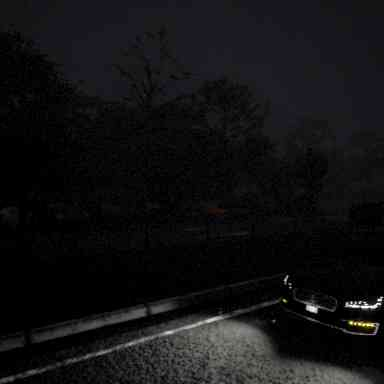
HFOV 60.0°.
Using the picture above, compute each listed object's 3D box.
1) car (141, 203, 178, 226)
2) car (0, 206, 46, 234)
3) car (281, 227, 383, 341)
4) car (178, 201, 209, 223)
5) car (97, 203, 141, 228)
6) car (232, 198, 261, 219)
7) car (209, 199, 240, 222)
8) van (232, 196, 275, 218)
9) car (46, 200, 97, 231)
[{"bbox_3d":[-3.473,1.522,24.231,2.231,1.521,4.892,0,0,-36],"label":"car"},{"bbox_3d":[-10.251,1.545,19.396,2.002,1.452,4.674,0,0,-36],"label":"car"},{"bbox_3d":[3.763,1.478,6.361,4.892,1.490,1.837,0,0,-35],"label":"car"},{"bbox_3d":[-1.235,1.556,25.872,2.163,1.488,4.792,0,0,-36],"label":"car"},{"bbox_3d":[-5.738,1.515,22.628,2.097,1.535,5.008,0,0,-36],"label":"car"},{"bbox_3d":[3.283,1.568,29.098,2.163,1.488,4.792,0,0,-36],"label":"car"},{"bbox_3d":[1.148,1.529,27.309,1.946,1.575,5.366,0,0,-35],"label":"car"},{"bbox_3d":[5.626,1.318,30.591,1.878,1.987,4.442,0,0,-35],"label":"van"},{"bbox_3d":[-8.012,1.384,21.036,2.185,1.767,4.553,0,0,-36],"label":"car"}]
